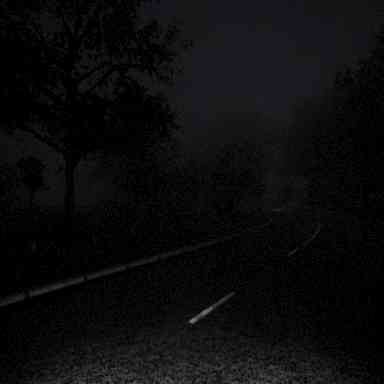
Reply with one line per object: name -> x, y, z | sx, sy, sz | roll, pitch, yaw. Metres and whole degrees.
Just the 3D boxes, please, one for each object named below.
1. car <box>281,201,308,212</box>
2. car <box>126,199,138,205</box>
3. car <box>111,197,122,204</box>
car -> 14.985, 2.098, 48.914 | 1.882, 1.535, 5.008 | 0, -1, -13
car -> -16.259, 2.611, 87.752 | 1.812, 1.442, 4.674 | 1, -1, -20
car -> -20.663, 2.442, 93.133 | 2.150, 2.045, 5.566 | 0, -1, -10
